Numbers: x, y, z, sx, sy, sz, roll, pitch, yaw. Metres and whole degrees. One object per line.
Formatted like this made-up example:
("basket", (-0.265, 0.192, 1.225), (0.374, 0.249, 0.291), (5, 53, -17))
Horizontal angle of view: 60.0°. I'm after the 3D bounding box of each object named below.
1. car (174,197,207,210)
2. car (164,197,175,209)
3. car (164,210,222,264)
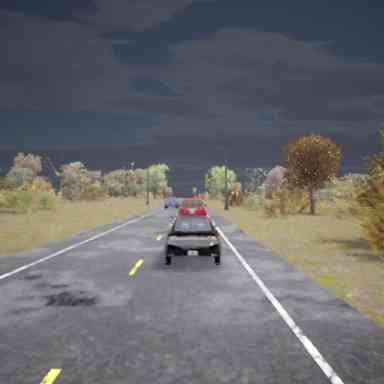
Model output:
("car", (0.034, 1.522, 26.245), (2.150, 2.045, 5.566), (0, 0, 1))
("car", (-3.552, 1.882, 56.714), (2.150, 2.045, 5.566), (0, -1, 1))
("car", (0.046, 1.633, 12.343), (2.128, 1.511, 4.902), (0, -1, 1))
